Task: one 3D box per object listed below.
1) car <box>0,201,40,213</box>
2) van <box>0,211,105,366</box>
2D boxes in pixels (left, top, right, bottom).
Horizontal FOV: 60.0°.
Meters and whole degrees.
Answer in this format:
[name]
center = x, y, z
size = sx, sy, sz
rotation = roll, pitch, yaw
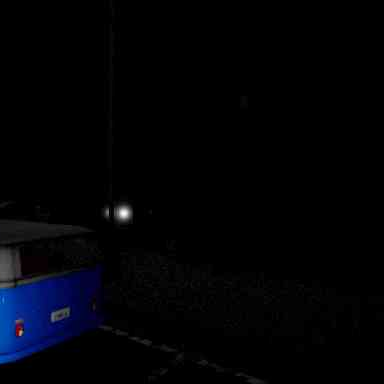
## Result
[car]
center = -15.406, 1.517, 28.504
size = 1.812, 1.442, 4.674
rotation = 0, 0, 33
[van]
center = -3.196, 1.341, 5.357
size = 3.998, 1.788, 1.690
rotation = 0, 0, 36
